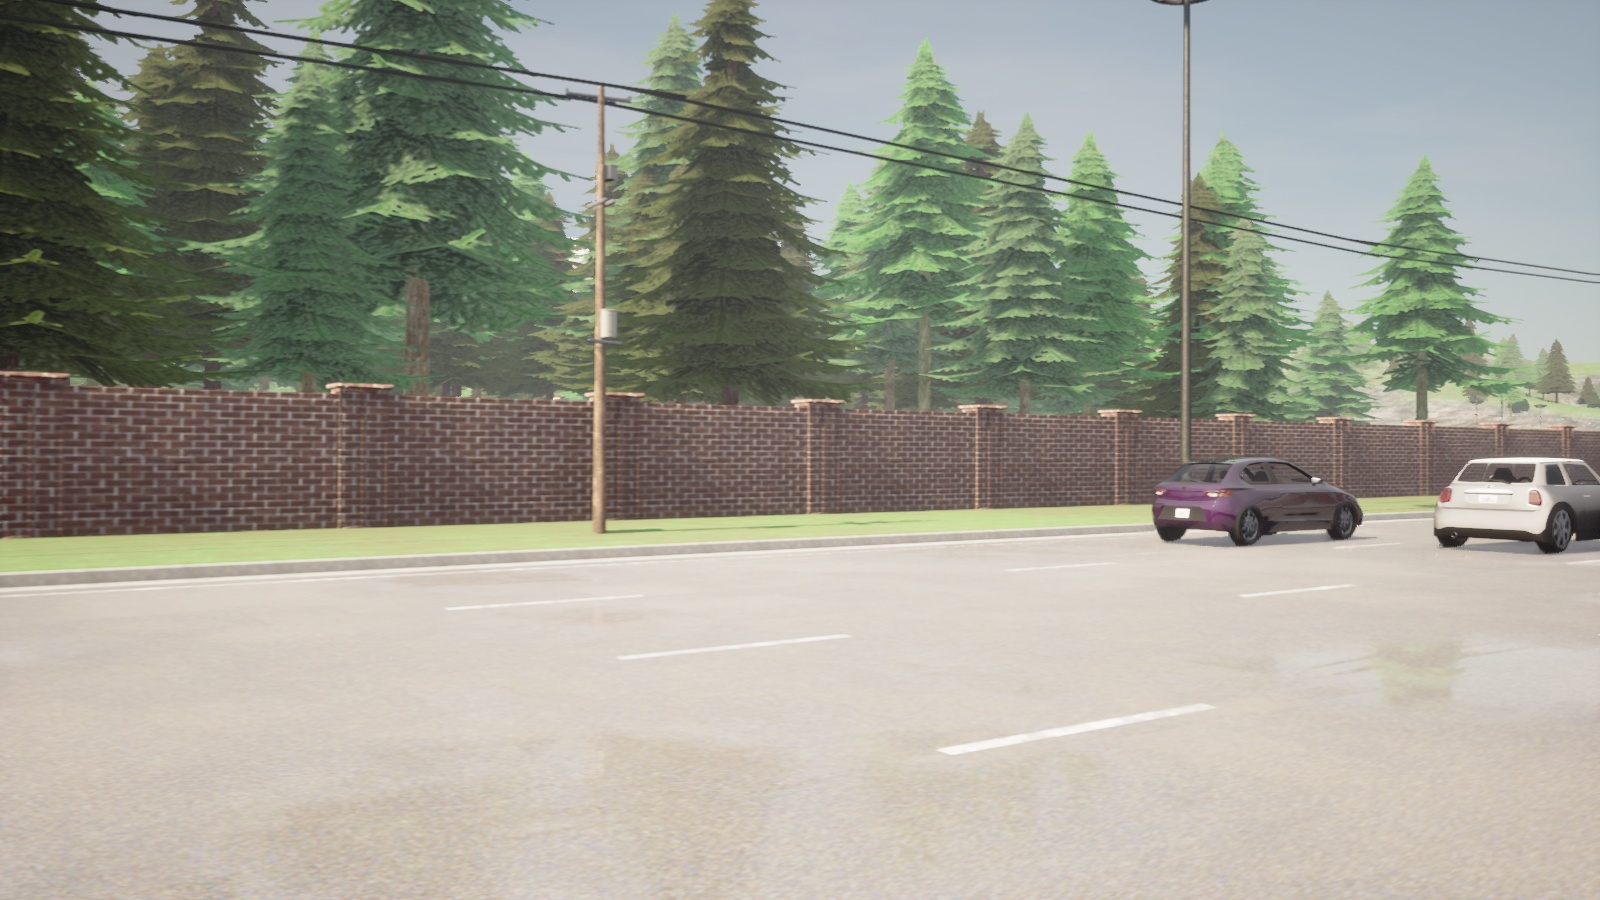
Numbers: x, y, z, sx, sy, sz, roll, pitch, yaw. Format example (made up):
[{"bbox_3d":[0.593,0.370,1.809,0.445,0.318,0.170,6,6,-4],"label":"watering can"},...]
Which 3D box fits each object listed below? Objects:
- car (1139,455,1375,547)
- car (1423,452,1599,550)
[{"bbox_3d":[8.073,0.828,22.066,4.193,1.474,1.816,0,0,-35],"label":"car"},{"bbox_3d":[12.271,0.772,20.723,3.806,1.475,1.970,0,0,-35],"label":"car"}]
